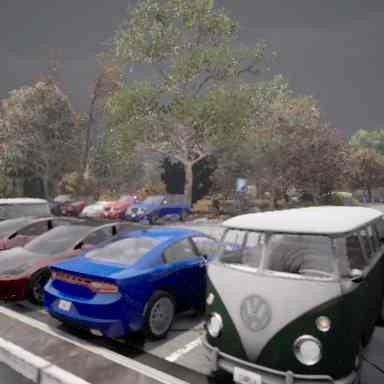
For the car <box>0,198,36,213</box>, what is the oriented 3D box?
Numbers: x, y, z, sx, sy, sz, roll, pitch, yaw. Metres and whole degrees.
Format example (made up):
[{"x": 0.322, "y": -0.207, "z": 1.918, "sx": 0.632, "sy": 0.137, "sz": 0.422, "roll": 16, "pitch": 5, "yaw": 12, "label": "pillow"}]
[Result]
[{"x": -20.420, "y": 1.463, "z": 36.836, "sx": 1.946, "sy": 1.575, "sz": 5.366, "roll": 0, "pitch": 0, "yaw": 35, "label": "car"}]

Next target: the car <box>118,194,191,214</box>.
[{"x": -2.269, "y": 1.202, "z": 24.129, "sx": 2.435, "sy": 2.045, "sz": 5.566, "roll": 0, "pitch": 0, "yaw": 35, "label": "car"}]

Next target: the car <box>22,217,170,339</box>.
[{"x": -0.394, "y": 1.469, "z": 6.779, "sx": 2.097, "sy": 1.535, "sz": 5.008, "roll": 0, "pitch": 0, "yaw": 35, "label": "car"}]

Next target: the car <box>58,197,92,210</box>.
[{"x": -8.965, "y": 1.448, "z": 28.915, "sx": 2.097, "sy": 1.535, "sz": 5.008, "roll": 0, "pitch": 0, "yaw": 35, "label": "car"}]

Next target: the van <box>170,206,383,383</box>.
[{"x": 1.827, "y": 1.247, "z": 5.064, "sx": 1.878, "sy": 1.987, "sz": 4.442, "roll": 0, "pitch": 0, "yaw": 35, "label": "van"}]

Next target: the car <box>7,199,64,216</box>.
[{"x": -15.789, "y": 1.486, "z": 33.735, "sx": 2.163, "sy": 1.488, "sz": 4.792, "roll": 0, "pitch": 0, "yaw": 35, "label": "car"}]

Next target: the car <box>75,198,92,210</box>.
[{"x": -6.794, "y": 1.487, "z": 27.376, "sx": 2.002, "sy": 1.452, "sz": 4.674, "roll": 0, "pitch": 0, "yaw": 35, "label": "car"}]

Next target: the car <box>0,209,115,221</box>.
[{"x": -4.978, "y": 1.490, "z": 10.007, "sx": 2.163, "sy": 1.488, "sz": 4.792, "roll": 0, "pitch": 0, "yaw": 35, "label": "car"}]

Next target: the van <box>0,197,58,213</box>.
[{"x": -7.314, "y": 1.231, "z": 11.560, "sx": 1.878, "sy": 1.987, "sz": 4.442, "roll": 0, "pitch": 0, "yaw": 35, "label": "van"}]

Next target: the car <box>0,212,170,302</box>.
[{"x": -2.693, "y": 1.494, "z": 8.383, "sx": 2.163, "sy": 1.488, "sz": 4.792, "roll": 0, "pitch": 0, "yaw": 35, "label": "car"}]

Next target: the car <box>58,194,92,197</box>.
[{"x": -11.249, "y": 1.197, "z": 30.511, "sx": 2.435, "sy": 2.045, "sz": 5.566, "roll": 0, "pitch": 0, "yaw": 35, "label": "car"}]

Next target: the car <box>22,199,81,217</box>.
[{"x": -13.485, "y": 1.481, "z": 32.169, "sx": 2.163, "sy": 1.488, "sz": 4.792, "roll": 0, "pitch": 0, "yaw": 35, "label": "car"}]

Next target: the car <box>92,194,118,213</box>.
[{"x": -4.439, "y": 1.198, "z": 25.670, "sx": 2.435, "sy": 2.045, "sz": 5.566, "roll": 0, "pitch": 0, "yaw": 35, "label": "car"}]
